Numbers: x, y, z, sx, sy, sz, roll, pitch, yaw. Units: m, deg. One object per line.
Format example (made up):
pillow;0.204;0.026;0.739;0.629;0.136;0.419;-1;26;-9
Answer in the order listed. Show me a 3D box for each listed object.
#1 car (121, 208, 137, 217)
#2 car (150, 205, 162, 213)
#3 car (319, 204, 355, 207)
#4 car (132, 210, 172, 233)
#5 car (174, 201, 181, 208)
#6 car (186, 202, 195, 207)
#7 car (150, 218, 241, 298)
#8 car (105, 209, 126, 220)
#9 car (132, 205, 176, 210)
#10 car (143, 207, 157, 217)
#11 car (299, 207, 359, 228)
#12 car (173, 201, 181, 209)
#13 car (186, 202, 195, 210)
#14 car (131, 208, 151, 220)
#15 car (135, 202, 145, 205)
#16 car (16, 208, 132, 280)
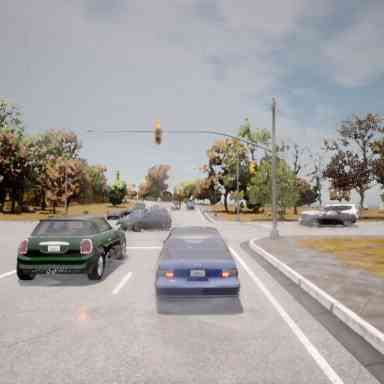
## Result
car;-10.800;3.491;57.401;1.895;1.301;4.718;0;-1;0
car;-7.269;3.472;67.907;1.837;1.490;4.892;0;0;0
car;13.637;2.255;33.113;5.566;2.045;2.150;-1;-3;-2
car;-3.567;2.204;24.306;1.994;1.385;4.181;-3;-4;44
car;-3.925;3.229;87.798;1.837;1.490;4.892;0;0;-4
car;-0.426;3.285;87.896;1.994;1.385;4.181;0;0;-4
car;0.058;1.643;8.836;2.033;1.411;5.357;0;-1;-1
car;-10.811;3.198;47.525;2.033;1.411;5.357;0;-2;-3
car;-4.249;2.398;33.153;4.553;1.767;2.097;0;-3;3
car;-7.297;3.420;57.617;1.812;1.442;4.674;0;-1;0
car;12.019;2.369;29.575;4.902;1.511;2.128;0;-3;-2
car;-3.794;3.521;77.765;1.895;1.301;4.718;0;0;0
car;-0.293;3.449;77.713;1.812;1.442;4.674;0;0;0
car;-7.270;3.147;47.725;2.128;1.511;4.902;0;-2;1
car;-10.759;3.188;68.159;2.150;2.045;5.566;0;0;0
car;-3.455;1.484;10.446;2.097;1.767;4.553;0;-1;0
